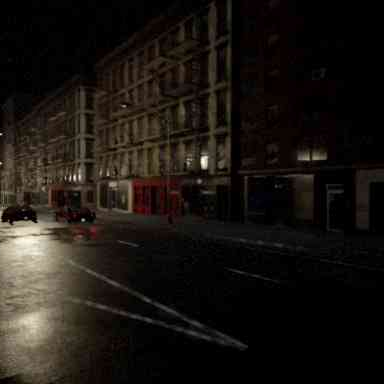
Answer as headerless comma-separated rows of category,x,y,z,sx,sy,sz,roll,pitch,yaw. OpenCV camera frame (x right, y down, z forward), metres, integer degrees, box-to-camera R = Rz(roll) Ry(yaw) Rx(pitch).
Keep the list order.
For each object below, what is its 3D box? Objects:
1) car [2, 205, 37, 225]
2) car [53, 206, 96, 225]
car,-13.346,1.695,25.723,1.812,1.442,4.674,0,0,-38
car,-9.212,1.741,25.722,1.895,1.301,4.718,0,0,-38
